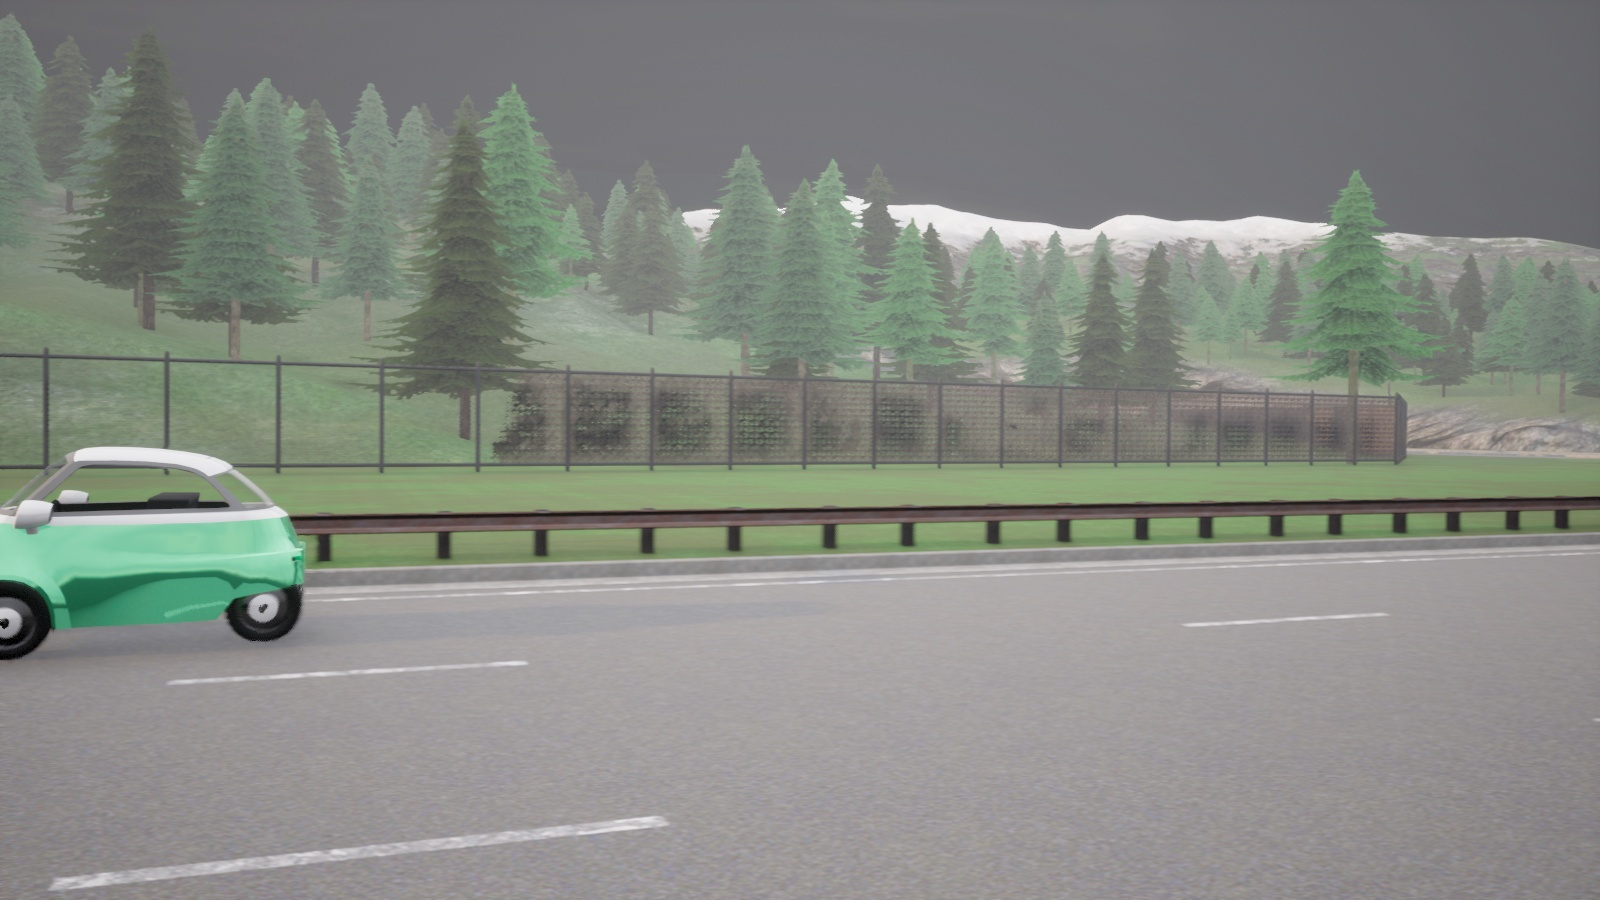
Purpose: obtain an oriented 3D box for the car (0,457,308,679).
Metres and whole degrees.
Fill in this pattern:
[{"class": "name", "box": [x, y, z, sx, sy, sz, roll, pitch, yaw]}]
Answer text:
[{"class": "car", "box": [-4.703, 0.758, 8.940, 2.207, 1.376, 1.481, 0, 1, -21]}]
